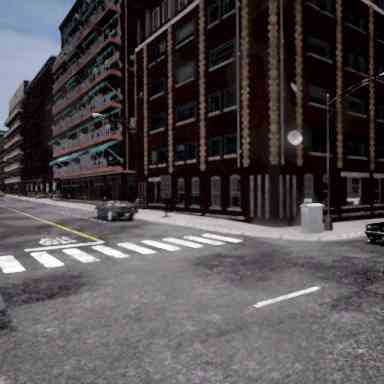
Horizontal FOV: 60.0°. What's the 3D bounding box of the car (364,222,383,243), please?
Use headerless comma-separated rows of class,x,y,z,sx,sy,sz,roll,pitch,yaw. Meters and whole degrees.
car,9.825,1.602,14.856,4.718,1.301,1.895,0,0,-32

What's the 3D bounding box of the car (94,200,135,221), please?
car,-5.553,1.248,23.614,2.008,1.369,4.403,0,1,-36

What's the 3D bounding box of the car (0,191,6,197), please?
car,-42.910,0.423,74.492,1.752,1.417,4.829,0,1,-36
